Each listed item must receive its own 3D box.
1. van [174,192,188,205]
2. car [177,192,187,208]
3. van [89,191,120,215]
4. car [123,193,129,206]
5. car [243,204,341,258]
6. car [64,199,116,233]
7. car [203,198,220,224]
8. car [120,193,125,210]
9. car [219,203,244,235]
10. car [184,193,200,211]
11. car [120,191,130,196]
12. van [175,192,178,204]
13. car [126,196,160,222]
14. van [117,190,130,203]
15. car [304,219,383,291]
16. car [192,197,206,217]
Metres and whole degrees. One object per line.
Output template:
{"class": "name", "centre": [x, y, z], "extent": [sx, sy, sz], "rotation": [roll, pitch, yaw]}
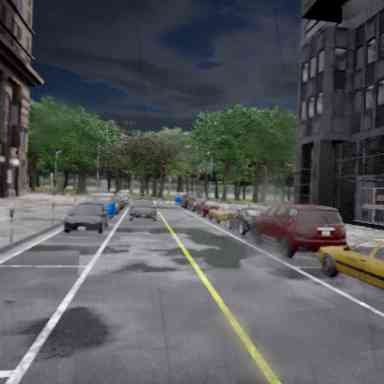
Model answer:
{"class": "van", "centre": [-1.693, 0.958, 50.711], "extent": [1.690, 1.788, 3.998], "rotation": [2, 0, -9]}
{"class": "car", "centre": [-0.079, 1.059, 39.957], "extent": [2.192, 1.841, 5.009], "rotation": [2, 0, -9]}
{"class": "van", "centre": [-6.084, 0.959, 22.559], "extent": [1.690, 1.788, 3.998], "rotation": [2, 0, -9]}
{"class": "car", "centre": [-7.706, 1.055, 33.314], "extent": [1.947, 1.339, 4.313], "rotation": [2, 0, -9]}
{"class": "car", "centre": [3.955, 1.383, 13.072], "extent": [2.192, 1.841, 5.009], "rotation": [2, 0, -9]}
{"class": "car", "centre": [-5.285, 1.249, 17.183], "extent": [1.947, 1.339, 4.313], "rotation": [2, 0, -9]}
{"class": "car", "centre": [2.309, 1.460, 23.995], "extent": [1.752, 1.417, 4.829], "rotation": [2, 0, -9]}
{"class": "car", "centre": [-6.872, 1.080, 27.769], "extent": [1.752, 1.417, 4.829], "rotation": [2, 0, -9]}
{"class": "car", "centre": [3.140, 1.553, 18.450], "extent": [2.008, 1.369, 4.403], "rotation": [2, 0, -9]}
{"class": "car", "centre": [0.724, 1.248, 34.581], "extent": [1.967, 1.590, 4.097], "rotation": [2, 0, -9]}
{"class": "car", "centre": [-8.486, 0.952, 38.523], "extent": [1.752, 1.417, 4.829], "rotation": [2, 0, -9]}
{"class": "van", "centre": [-0.886, 1.021, 45.334], "extent": [1.690, 1.788, 3.998], "rotation": [2, 0, -9]}
{"class": "car", "centre": [-3.431, 1.220, 23.450], "extent": [1.837, 1.490, 4.892], "rotation": [2, 0, -9]}
{"class": "van", "centre": [-10.118, 0.639, 49.444], "extent": [1.690, 1.788, 3.998], "rotation": [2, 0, -9]}
{"class": "car", "centre": [4.729, 1.657, 7.864], "extent": [1.752, 1.417, 4.829], "rotation": [2, 0, -9]}
{"class": "car", "centre": [1.526, 1.417, 29.205], "extent": [1.887, 1.381, 4.507], "rotation": [2, 0, -9]}
